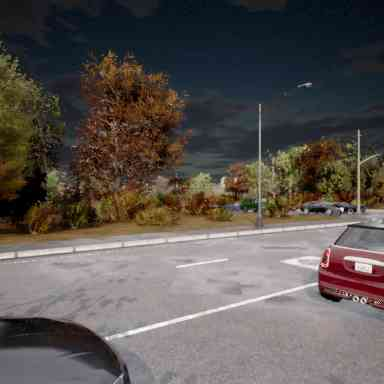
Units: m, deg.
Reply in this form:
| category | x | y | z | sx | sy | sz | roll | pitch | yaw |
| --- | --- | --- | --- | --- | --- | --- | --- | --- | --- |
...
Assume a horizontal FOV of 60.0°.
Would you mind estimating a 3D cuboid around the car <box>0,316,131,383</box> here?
| category | x | y | z | sx | sy | sz | roll | pitch | yaw |
| --- | --- | --- | --- | --- | --- | --- | --- | --- | --- |
| car | -2.718 | 1.492 | 1.814 | 4.902 | 1.511 | 2.128 | 0 | 0 | -35 |

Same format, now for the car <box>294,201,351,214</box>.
| category | x | y | z | sx | sy | sz | roll | pitch | yaw |
| --- | --- | --- | --- | --- | --- | --- | --- | --- | --- |
| car | 14.052 | 1.708 | 36.044 | 2.128 | 1.511 | 4.902 | 0 | -1 | -32 |

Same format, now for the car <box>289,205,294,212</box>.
| category | x | y | z | sx | sy | sz | roll | pitch | yaw |
| --- | --- | --- | --- | --- | --- | --- | --- | --- | --- |
| car | 12.107 | 2.009 | 45.779 | 1.882 | 1.535 | 5.008 | 0 | -3 | -32 |

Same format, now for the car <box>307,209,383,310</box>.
| category | x | y | z | sx | sy | sz | roll | pitch | yaw |
| --- | --- | --- | --- | --- | --- | --- | --- | --- | --- |
| car | 4.773 | 1.362 | 7.098 | 4.553 | 1.767 | 2.097 | 0 | 0 | -35 |

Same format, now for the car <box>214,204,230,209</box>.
| category | x | y | z | sx | sy | sz | roll | pitch | yaw |
| --- | --- | --- | --- | --- | --- | --- | --- | --- | --- |
| car | 3.393 | 2.658 | 53.146 | 1.895 | 1.301 | 4.718 | 0 | -3 | -32 |

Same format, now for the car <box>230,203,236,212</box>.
| category | x | y | z | sx | sy | sz | roll | pitch | yaw |
| --- | --- | --- | --- | --- | --- | --- | --- | --- | --- |
| car | 6.850 | 2.568 | 54.210 | 2.033 | 1.411 | 5.357 | 0 | -3 | -32 |

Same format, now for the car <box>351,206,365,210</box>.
| category | x | y | z | sx | sy | sz | roll | pitch | yaw |
| --- | --- | --- | --- | --- | --- | --- | --- | --- | --- |
| car | 17.093 | 1.826 | 37.790 | 1.895 | 1.301 | 4.718 | 0 | -1 | -32 |

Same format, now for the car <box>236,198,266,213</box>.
| category | x | y | z | sx | sy | sz | roll | pitch | yaw |
| --- | --- | --- | --- | --- | --- | --- | --- | --- | --- |
| car | 8.823 | 1.767 | 44.433 | 2.150 | 2.045 | 5.566 | 0 | -3 | -32 |
